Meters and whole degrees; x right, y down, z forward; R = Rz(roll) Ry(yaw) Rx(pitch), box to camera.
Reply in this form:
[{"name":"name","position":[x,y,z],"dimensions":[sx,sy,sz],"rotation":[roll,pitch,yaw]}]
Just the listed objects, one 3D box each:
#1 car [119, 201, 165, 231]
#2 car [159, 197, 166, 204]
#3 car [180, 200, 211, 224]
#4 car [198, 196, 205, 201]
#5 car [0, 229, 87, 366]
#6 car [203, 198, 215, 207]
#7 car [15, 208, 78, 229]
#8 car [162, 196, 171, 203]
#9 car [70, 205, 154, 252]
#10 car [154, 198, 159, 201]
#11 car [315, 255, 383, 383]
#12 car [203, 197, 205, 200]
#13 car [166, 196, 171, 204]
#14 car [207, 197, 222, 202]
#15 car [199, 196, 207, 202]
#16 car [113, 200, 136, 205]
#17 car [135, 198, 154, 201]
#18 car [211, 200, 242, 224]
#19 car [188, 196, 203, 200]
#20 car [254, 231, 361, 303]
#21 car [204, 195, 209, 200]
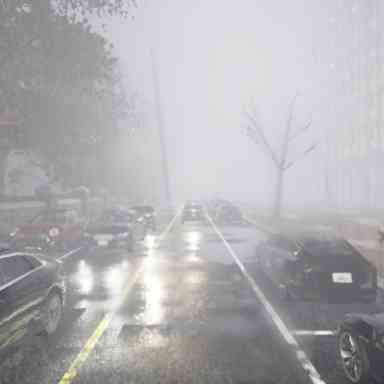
[{"name":"car","position":[-3.003,1.527,20.851],"dimensions":[1.837,1.490,4.892],"rotation":[0,0,0]},{"name":"car","position":[-5.697,1.616,53.091],"dimensions":[1.887,1.381,4.507],"rotation":[0,0,0]},{"name":"car","position":[0.093,1.574,24.734],"dimensions":[2.033,1.411,5.357],"rotation":[0,0,0]},{"name":"car","position":[2.678,1.748,92.518],"dimensions":[1.802,1.307,4.206],"rotation":[0,0,0]},{"name":"car","position":[-3.088,1.496,3.839],"dimensions":[2.128,1.511,4.902],"rotation":[0,0,0]},{"name":"car","position":[2.683,1.653,53.092],"dimensions":[1.802,1.307,4.206],"rotation":[0,0,0]},{"name":"car","position":[-5.690,1.453,13.665],"dimensions":[1.967,1.590,4.097],"rotation":[0,0,0]},{"name":"car","position":[-5.700,1.646,75.450],"dimensions":[1.752,1.417,4.829],"rotation":[0,0,0]},{"name":"car","position":[-3.079,1.505,13.961],"dimensions":[2.128,1.511,4.902],"rotation":[0,0,0]},{"name":"car","position":[-5.695,1.597,41.826],"dimensions":[1.887,1.381,4.507],"rotation":[0,0,0]},{"name":"car","position":[2.691,1.568,2.401],"dimensions":[1.947,1.339,4.313],"rotation":[0,0,0]},{"name":"car","position":[2.685,1.602,41.827],"dimensions":[2.008,1.369,4.403],"rotation":[0,0,0]},{"name":"car","position":[-5.698,1.638,64.355],"dimensions":[1.887,1.381,4.507],"rotation":[0,0,0]},{"name":"car","position":[2.687,1.474,30.564],"dimensions":[1.967,1.590,4.097],"rotation":[0,0,0]},{"name":"car","position":[2.679,1.717,81.253],"dimensions":[1.802,1.307,4.206],"rotation":[0,0,0]},{"name":"car","position":[-5.692,1.551,24.760],"dimensions":[1.752,1.417,4.829],"rotation":[0,0,0]},{"name":"car","position":[-5.694,1.483,36.194],"dimensions":[1.967,1.590,4.097],"rotation":[0,0,0]},{"name":"car","position":[2.688,1.571,24.932],"dimensions":[1.887,1.381,4.507],"rotation":[0,0,0]},{"name":"car","position":[0.054,1.599,41.860],"dimensions":[2.033,1.411,5.357],"rotation":[0,0,0]},{"name":"car","position":[2.690,1.573,8.034],"dimensions":[1.947,1.339,4.313],"rotation":[0,0,0]},{"name":"car","position":[2.687,1.483,36.195],"dimensions":[1.967,1.590,4.097],"rotation":[0,0,0]}]
